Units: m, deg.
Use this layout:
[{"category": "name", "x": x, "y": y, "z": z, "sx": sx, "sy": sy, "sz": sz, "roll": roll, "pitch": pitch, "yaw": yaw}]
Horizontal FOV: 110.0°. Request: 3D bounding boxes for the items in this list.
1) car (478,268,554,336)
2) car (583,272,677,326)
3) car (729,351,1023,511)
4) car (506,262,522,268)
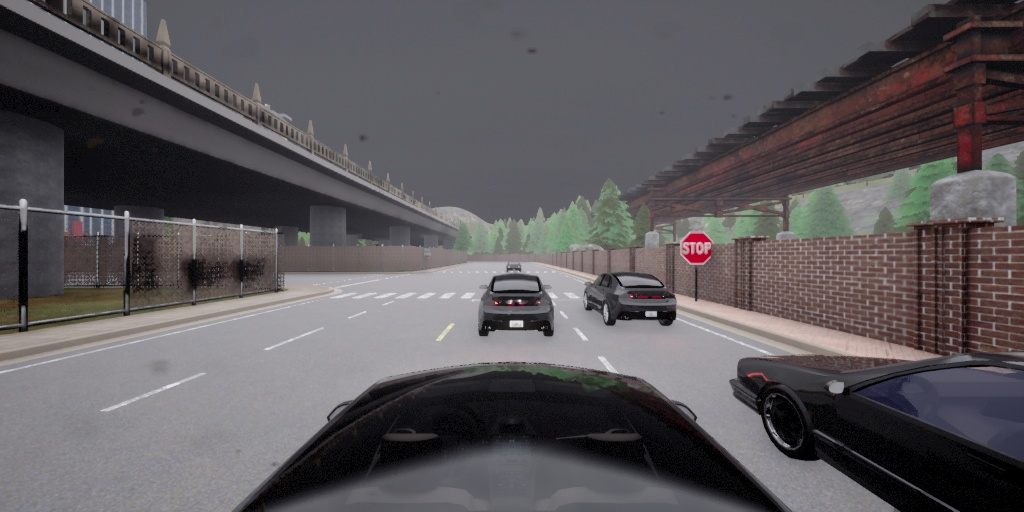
[{"category": "car", "x": 0.103, "y": 1.255, "z": 10.334, "sx": 1.837, "sy": 1.490, "sz": 4.892, "roll": 0, "pitch": 0, "yaw": 0}, {"category": "car", "x": 3.605, "y": 1.255, "z": 11.692, "sx": 1.837, "sy": 1.490, "sz": 4.892, "roll": 0, "pitch": 0, "yaw": 0}, {"category": "car", "x": 3.600, "y": 1.297, "z": 1.945, "sx": 2.033, "sy": 1.411, "sz": 5.357, "roll": 0, "pitch": 0, "yaw": 0}, {"category": "car", "x": 0.218, "y": 1.351, "z": 45.445, "sx": 1.895, "sy": 1.301, "sz": 4.718, "roll": 0, "pitch": 0, "yaw": -1}]
